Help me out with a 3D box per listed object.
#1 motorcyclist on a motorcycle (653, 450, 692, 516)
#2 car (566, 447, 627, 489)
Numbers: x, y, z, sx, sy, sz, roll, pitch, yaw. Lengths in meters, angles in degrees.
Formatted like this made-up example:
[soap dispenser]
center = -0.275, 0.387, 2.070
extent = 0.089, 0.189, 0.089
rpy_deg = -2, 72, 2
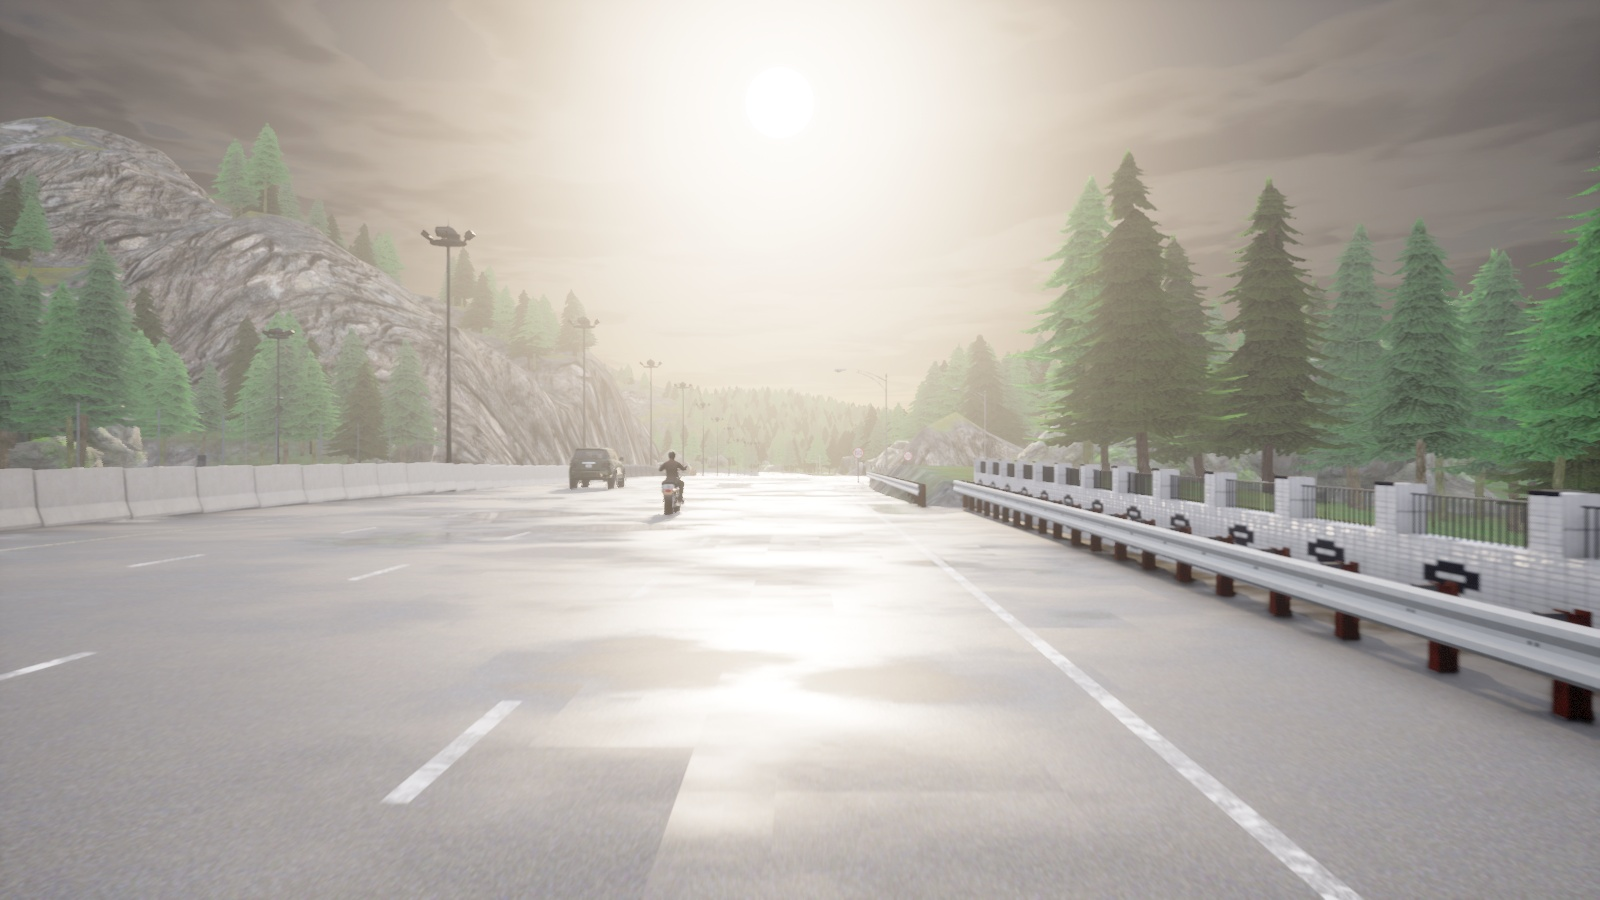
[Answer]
[motorcyclist on a motorcycle]
center = -3.299, 0.841, 32.710
extent = 0.766, 1.649, 2.350
rpy_deg = 0, -1, 0
[car]
center = -10.138, 0.886, 63.061
extent = 2.150, 2.045, 5.566
rpy_deg = 0, -1, 0
